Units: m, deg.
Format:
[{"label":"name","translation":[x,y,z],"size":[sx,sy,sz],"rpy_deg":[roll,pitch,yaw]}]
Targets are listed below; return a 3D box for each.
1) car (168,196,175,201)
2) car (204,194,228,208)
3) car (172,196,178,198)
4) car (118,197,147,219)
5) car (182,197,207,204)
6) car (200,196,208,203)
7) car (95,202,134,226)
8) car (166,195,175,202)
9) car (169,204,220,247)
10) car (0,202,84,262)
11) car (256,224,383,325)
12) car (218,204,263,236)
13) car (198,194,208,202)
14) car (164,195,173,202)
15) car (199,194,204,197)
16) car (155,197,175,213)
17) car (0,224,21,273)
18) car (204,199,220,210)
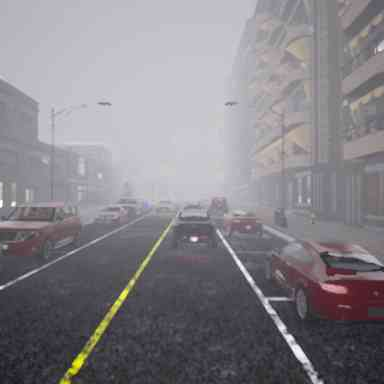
[{"label":"car","translation":[-5.630,1.810,92.144],"size":[1.802,1.307,4.206],"rpy_deg":[1,0,0]},{"label":"car","translation":[2.712,1.395,35.335],"size":[2.192,1.841,5.009],"rpy_deg":[1,0,0]},{"label":"car","translation":[-2.988,1.346,78.950],"size":[2.033,1.411,5.357],"rpy_deg":[0,0,0]},{"label":"car","translation":[-5.655,1.382,29.590],"size":[2.192,1.841,5.009],"rpy_deg":[1,0,0]},{"label":"car","translation":[0.097,1.564,32.077],"size":[2.128,1.511,4.902],"rpy_deg":[0,0,0]},{"label":"car","translation":[2.715,1.707,75.311],"size":[1.752,1.417,4.829],"rpy_deg":[1,0,0]},{"label":"car","translation":[-5.682,1.635,23.903],"size":[1.802,1.307,4.206],"rpy_deg":[1,0,0]},{"label":"car","translation":[-5.629,1.652,86.458],"size":[1.967,1.590,4.097],"rpy_deg":[1,0,0]},{"label":"car","translation":[0.091,1.541,15.205],"size":[1.837,1.490,4.892],"rpy_deg":[0,0,0]},{"label":"car","translation":[-5.671,1.343,12.530],"size":[2.192,1.841,5.009],"rpy_deg":[1,0,0]},{"label":"car","translation":[2.703,1.598,6.902],"size":[1.802,1.307,4.206],"rpy_deg":[1,0,0]},{"label":"car","translation":[2.705,1.586,18.275],"size":[1.887,1.381,4.507],"rpy_deg":[1,0,0]},{"label":"car","translation":[2.720,1.512,80.829],"size":[2.192,1.841,5.009],"rpy_deg":[1,0,0]},{"label":"car","translation":[-5.629,1.636,80.770],"size":[1.967,1.590,4.097],"rpy_deg":[1,0,0]},{"label":"car","translation":[2.714,1.717,69.454],"size":[2.008,1.369,4.403],"rpy_deg":[1,0,0]},{"label":"car","translation":[-3.094,1.634,38.314],"size":[2.033,1.411,5.357],"rpy_deg":[0,0,0]},{"label":"car","translation":[-5.677,1.581,6.842],"size":[1.947,1.339,4.313],"rpy_deg":[1,0,0]},{"label":"car","translation":[2.710,1.674,46.709],"size":[1.947,1.339,4.313],"rpy_deg":[1,0,0]}]
